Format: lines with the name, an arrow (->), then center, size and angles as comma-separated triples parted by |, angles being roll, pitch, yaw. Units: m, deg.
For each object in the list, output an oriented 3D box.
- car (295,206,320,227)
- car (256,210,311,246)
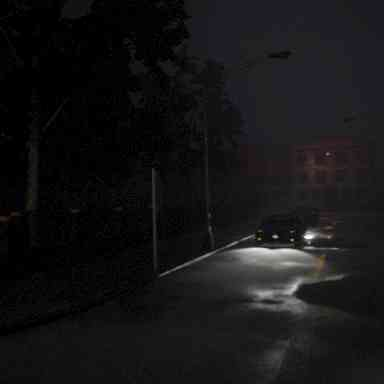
car -> 8.838, 1.819, 25.825 | 2.128, 1.511, 4.902 | -2, -1, 25
car -> 4.513, 1.805, 16.529 | 1.994, 1.385, 4.181 | -2, -1, 25
